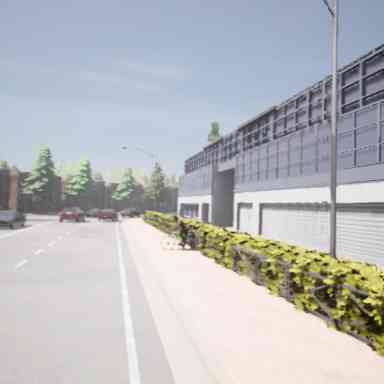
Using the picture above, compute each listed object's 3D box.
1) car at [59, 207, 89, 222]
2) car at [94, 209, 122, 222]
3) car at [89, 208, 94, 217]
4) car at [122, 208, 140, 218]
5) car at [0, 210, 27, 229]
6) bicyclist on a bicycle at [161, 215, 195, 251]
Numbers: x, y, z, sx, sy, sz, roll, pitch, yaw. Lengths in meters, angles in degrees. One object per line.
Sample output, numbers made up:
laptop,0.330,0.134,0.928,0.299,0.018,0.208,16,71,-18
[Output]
car,-13.593,2.487,38.068,2.097,1.767,4.553,2,-2,-8
car,-10.388,2.843,41.498,1.882,1.535,5.008,2,-3,-5
car,-13.940,3.122,48.931,1.994,1.385,4.181,1,-2,8
car,-9.645,3.320,52.620,2.128,1.511,4.902,1,-2,11
car,-15.201,2.217,27.516,2.033,1.411,5.357,2,-2,-13
bicyclist on a bicycle,-0.618,1.912,15.412,1.656,1.620,0.582,2,-2,-13
